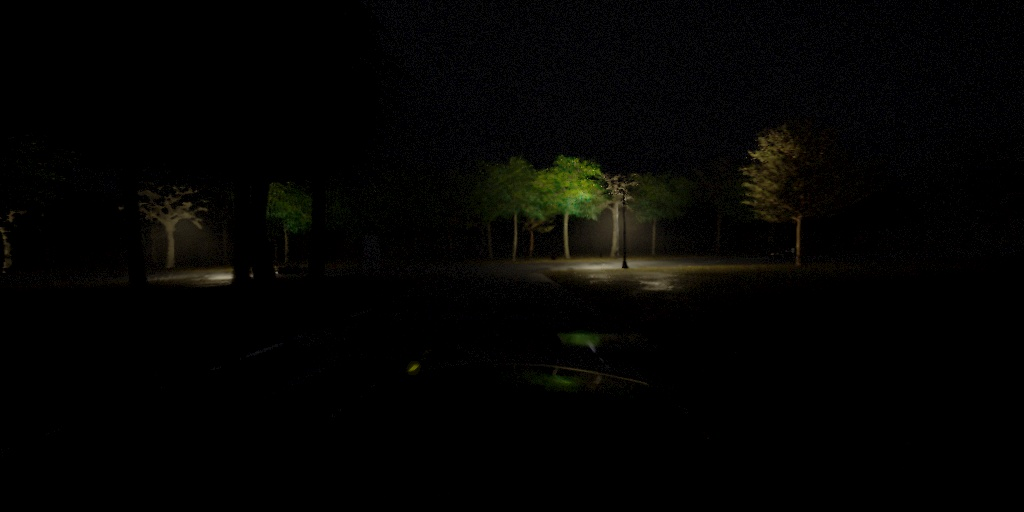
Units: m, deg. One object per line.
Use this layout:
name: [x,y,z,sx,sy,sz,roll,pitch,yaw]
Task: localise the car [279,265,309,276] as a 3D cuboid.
car: [-32.196,2.083,53.739,4.902,1.511,2.128,-1,3,0]
